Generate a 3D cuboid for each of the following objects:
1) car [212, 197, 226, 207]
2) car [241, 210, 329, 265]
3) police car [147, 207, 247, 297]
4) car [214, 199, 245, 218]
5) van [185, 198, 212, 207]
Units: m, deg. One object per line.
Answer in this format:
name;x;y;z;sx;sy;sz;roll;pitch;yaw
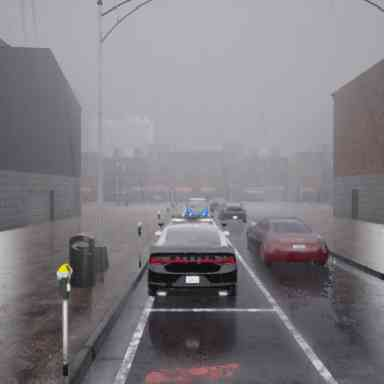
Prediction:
car;3.118;1.365;38.808;2.097;1.767;4.553;0;0;0
car;3.119;1.564;11.674;1.994;1.385;4.181;0;0;0
police car;0.012;1.424;8.761;1.930;1.638;5.238;0;0;0
car;3.020;1.509;25.683;1.837;1.490;4.892;0;0;0
van;0.374;1.345;25.499;1.690;1.788;3.998;-1;0;0
